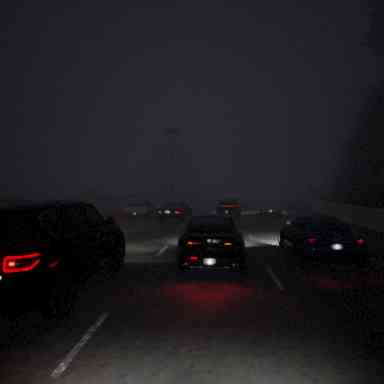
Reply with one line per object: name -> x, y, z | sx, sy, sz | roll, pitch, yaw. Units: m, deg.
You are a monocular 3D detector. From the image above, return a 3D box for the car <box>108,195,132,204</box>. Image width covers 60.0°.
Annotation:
car -> -11.851, 1.155, 54.945 | 1.994, 1.385, 4.181 | 0, 0, 18

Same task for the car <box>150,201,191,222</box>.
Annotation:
car -> -1.157, 1.369, 24.566 | 2.033, 1.411, 5.357 | 0, 0, 10

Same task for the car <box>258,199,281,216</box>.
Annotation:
car -> 6.899, 1.320, 29.506 | 1.812, 1.442, 4.674 | 0, 0, 11

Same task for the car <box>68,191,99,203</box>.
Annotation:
car -> -18.523, 0.788, 57.102 | 2.150, 2.045, 5.566 | 0, 1, 18

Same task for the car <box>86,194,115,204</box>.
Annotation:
car -> -15.298, 1.129, 55.746 | 2.033, 1.411, 5.357 | 0, 0, 18

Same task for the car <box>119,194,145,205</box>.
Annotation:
car -> -9.235, 1.120, 51.662 | 1.837, 1.490, 4.892 | 0, 1, 17

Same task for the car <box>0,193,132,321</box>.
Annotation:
car -> -3.140, 1.167, 7.369 | 2.150, 2.045, 5.566 | 0, 1, 3

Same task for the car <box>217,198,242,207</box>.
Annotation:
car -> 3.280, 1.297, 29.228 | 1.837, 1.490, 4.892 | 0, 0, 11

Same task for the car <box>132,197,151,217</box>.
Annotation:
car -> -4.066, 1.393, 28.152 | 1.895, 1.301, 4.718 | 0, 0, 10

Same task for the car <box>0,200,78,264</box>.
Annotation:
car -> -6.210, 1.258, 12.358 | 2.097, 1.767, 4.553 | 0, 1, 5

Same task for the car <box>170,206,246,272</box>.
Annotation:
car -> 0.648, 1.429, 10.557 | 1.837, 1.490, 4.892 | 0, 1, 5

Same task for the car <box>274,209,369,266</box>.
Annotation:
car -> 4.231, 1.487, 11.282 | 1.994, 1.385, 4.181 | 0, 0, 5
